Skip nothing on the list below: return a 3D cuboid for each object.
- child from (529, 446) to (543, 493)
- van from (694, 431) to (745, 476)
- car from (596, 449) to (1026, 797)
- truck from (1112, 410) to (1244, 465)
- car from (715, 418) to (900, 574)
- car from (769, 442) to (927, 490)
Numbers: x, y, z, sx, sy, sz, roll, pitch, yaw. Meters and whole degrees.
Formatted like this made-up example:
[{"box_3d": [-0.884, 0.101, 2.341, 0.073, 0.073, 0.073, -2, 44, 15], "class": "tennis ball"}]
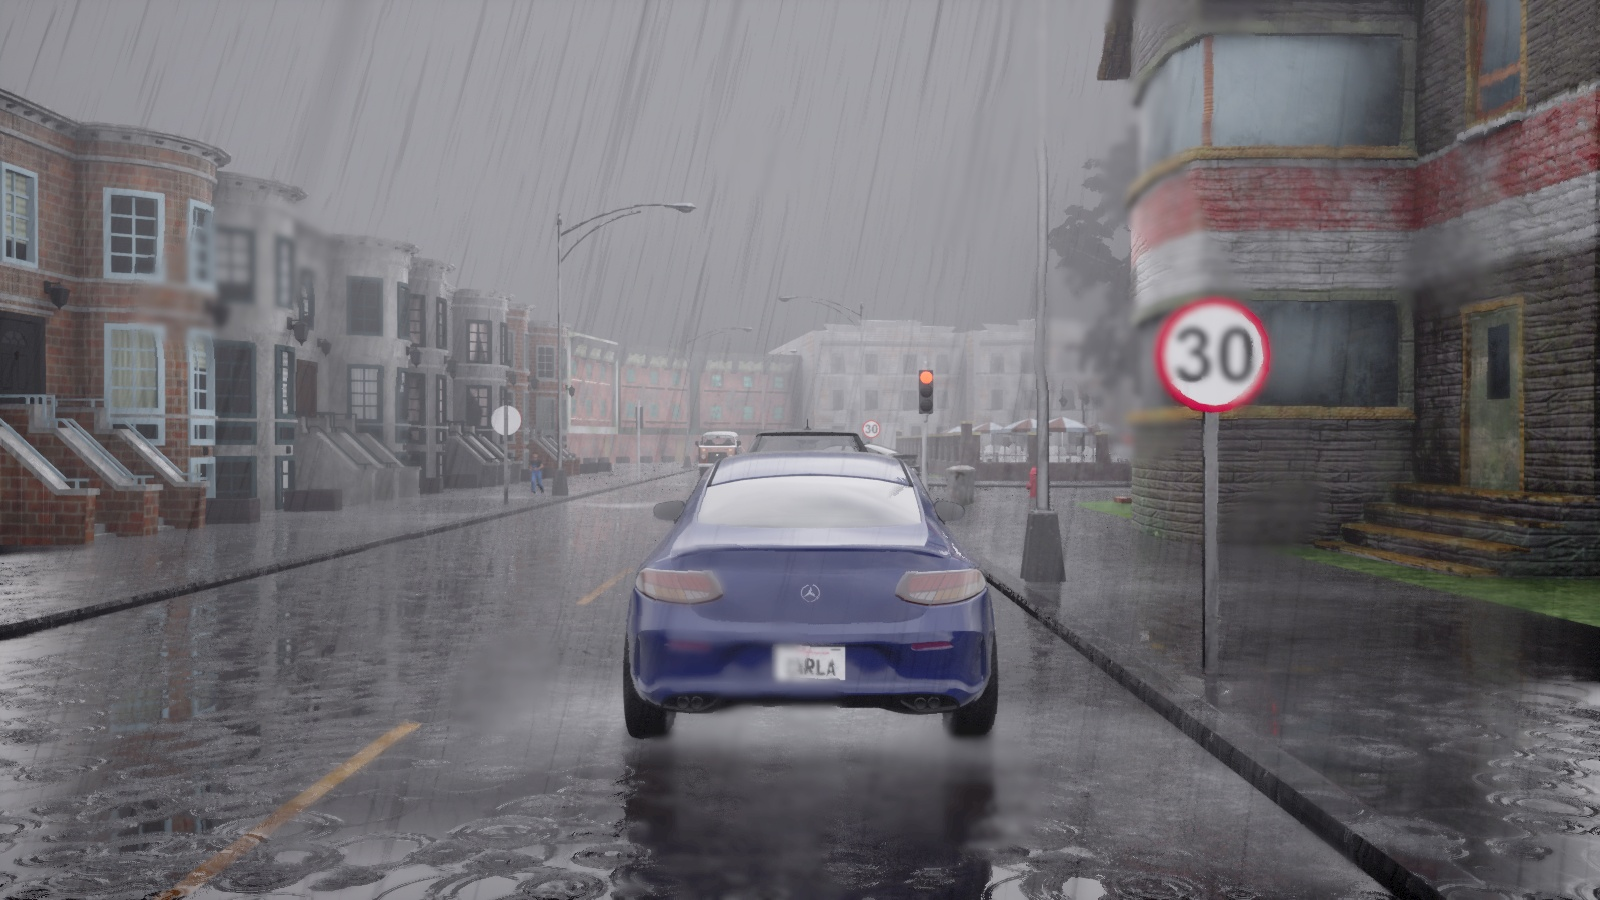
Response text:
[{"box_3d": [-7.290, 0.535, 34.676, 0.270, 1.263, 0.437, 0, 0, 6], "class": "child"}, {"box_3d": [-3.687, 0.138, 58.264, 2.069, 2.038, 4.480, 0, 0, 0], "class": "van"}, {"box_3d": [0.058, 0.729, 7.638, 1.812, 1.442, 4.674, 0, 0, 0], "class": "car"}, {"box_3d": [26.753, -0.899, 89.059, 8.468, 3.827, 2.891, 0, 0, 0], "class": "truck"}, {"box_3d": [0.102, 0.512, 16.547, 2.097, 1.767, 4.553, 0, 0, 0], "class": "car"}, {"box_3d": [1.560, 0.490, 41.626, 5.008, 1.535, 1.882, 0, 0, 35], "class": "car"}]
